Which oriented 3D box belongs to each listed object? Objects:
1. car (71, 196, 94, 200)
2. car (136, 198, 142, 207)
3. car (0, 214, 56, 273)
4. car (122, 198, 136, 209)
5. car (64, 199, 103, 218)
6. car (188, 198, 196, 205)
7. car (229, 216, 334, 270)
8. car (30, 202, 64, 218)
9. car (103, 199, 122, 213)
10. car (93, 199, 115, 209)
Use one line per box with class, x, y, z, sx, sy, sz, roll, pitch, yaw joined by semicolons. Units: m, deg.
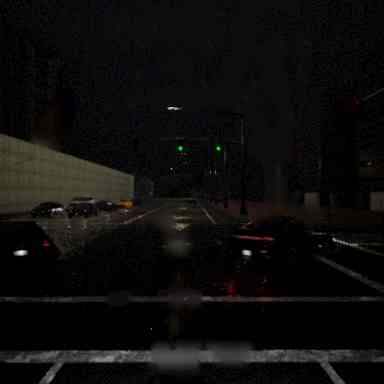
car;-14.111;1.512;42.749;2.150;2.045;5.566;0;0;0
car;-10.527;1.900;62.235;1.882;1.535;5.008;0;0;0
car;-5.687;1.638;10.760;1.994;1.385;4.181;1;-1;-31
car;-10.568;1.832;52.075;1.882;1.535;5.008;0;0;0
car;-10.606;1.750;32.865;1.812;1.442;4.674;0;0;0
car;-0.032;2.021;73.130;2.128;1.511;4.902;0;0;0
car;3.246;1.570;11.533;2.128;1.511;4.902;-1;-1;42
car;-14.106;1.729;32.893;1.837;1.490;4.892;0;0;0
car;-10.604;1.886;41.972;1.895;1.301;4.718;0;0;0
car;-14.047;1.910;53.372;2.033;1.411;5.357;0;0;1
